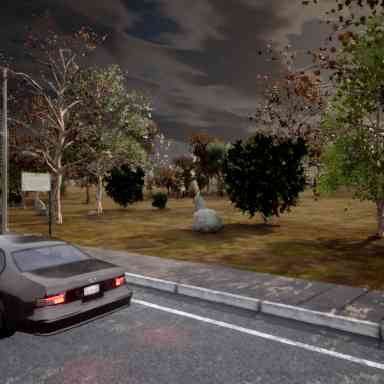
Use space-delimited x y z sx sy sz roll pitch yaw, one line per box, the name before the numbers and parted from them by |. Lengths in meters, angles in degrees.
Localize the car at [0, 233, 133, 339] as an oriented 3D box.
car | -3.580 1.547 6.557 5.357 1.411 2.033 0 0 36
